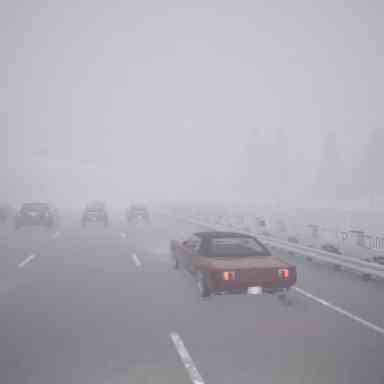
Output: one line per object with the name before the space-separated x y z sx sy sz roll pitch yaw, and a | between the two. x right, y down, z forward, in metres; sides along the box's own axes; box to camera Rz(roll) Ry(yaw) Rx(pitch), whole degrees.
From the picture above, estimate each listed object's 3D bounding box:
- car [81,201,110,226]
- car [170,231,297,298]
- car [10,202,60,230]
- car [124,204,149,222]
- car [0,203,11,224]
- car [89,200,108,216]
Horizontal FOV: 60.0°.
car | -7.261 1.698 25.097 2.128 1.511 4.902 1 -1 -15
car | 0.705 1.704 8.870 1.895 1.301 4.718 1 -1 -15
car | -10.012 1.434 21.862 2.097 1.767 4.553 1 -1 -15
car | -5.040 1.876 30.323 1.837 1.490 4.892 1 -1 -15
car | -14.457 1.540 24.913 1.882 1.535 5.008 1 -1 -15
car | -11.153 1.838 39.622 2.097 1.767 4.553 2 -2 -16
